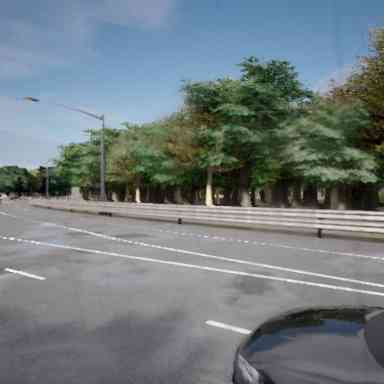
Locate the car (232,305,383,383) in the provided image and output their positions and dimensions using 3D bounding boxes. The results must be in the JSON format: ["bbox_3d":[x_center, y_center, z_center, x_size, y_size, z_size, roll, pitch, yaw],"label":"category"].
[{"bbox_3d":[2.592,1.484,2.158,4.902,1.511,2.128,-1,0,36],"label":"car"}]
